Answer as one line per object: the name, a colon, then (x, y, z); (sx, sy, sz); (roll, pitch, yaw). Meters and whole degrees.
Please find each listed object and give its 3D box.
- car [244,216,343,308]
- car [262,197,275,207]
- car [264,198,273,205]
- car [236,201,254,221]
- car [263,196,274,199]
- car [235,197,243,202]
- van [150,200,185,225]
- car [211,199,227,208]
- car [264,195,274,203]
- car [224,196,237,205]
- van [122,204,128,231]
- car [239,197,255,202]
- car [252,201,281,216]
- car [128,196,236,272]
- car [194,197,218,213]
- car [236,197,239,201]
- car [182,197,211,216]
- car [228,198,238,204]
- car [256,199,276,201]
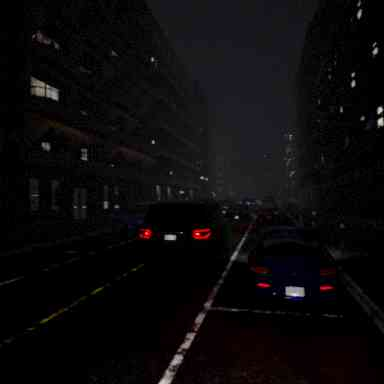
car: (2.267, 1.536, 7.922); (1.812, 1.442, 4.674); (-1, 0, 13)
car: (13.231, 1.647, 57.483); (1.967, 1.590, 4.097); (0, 0, 13)
car: (15.721, 1.849, 68.261); (1.802, 1.307, 4.206); (0, 0, 13)
car: (4.058, 1.724, 28.683); (1.895, 1.301, 4.718); (-1, 0, 13)
car: (8.292, 1.549, 35.917); (1.967, 1.590, 4.097); (0, 0, 13)
car: (13.070, 2.135, 91.637); (1.802, 1.307, 4.206); (0, 0, 13)
van: (-1.868, 1.552, 26.974); (1.690, 1.788, 3.998); (0, 0, 13)
car: (4.355, 1.888, 53.917); (1.947, 1.339, 4.313); (0, 0, 13)
car: (18.212, 1.650, 79.041); (2.192, 1.841, 5.009); (0, 0, 13)
car: (8.091, 1.725, 70.081); (2.192, 1.841, 5.009); (0, 0, 13)
van: (-3.112, 1.534, 21.583); (1.690, 1.788, 3.998); (0, 0, 13)
car: (7.703, 1.542, 44.886); (2.097, 1.767, 4.553); (-1, 0, 13)
car: (5.795, 1.613, 25.140); (1.887, 1.381, 4.507); (0, 0, 13)
car: (0.047, 1.292, 11.321); (2.150, 2.045, 5.566); (-1, 0, 13)
car: (1.867, 1.589, 43.138); (2.192, 1.841, 5.009); (0, 0, 13)
car: (4.695, 1.742, 44.169); (1.837, 1.490, 4.892); (-1, -1, 13)
car: (0.622, 1.567, 37.751); (2.192, 1.841, 5.009); (0, 0, 13)
car: (9.335, 1.987, 75.470); (1.887, 1.381, 4.507); (0, 0, 13)
car: (7.039, 1.633, 30.528); (1.887, 1.381, 4.507); (0, 0, 13)
